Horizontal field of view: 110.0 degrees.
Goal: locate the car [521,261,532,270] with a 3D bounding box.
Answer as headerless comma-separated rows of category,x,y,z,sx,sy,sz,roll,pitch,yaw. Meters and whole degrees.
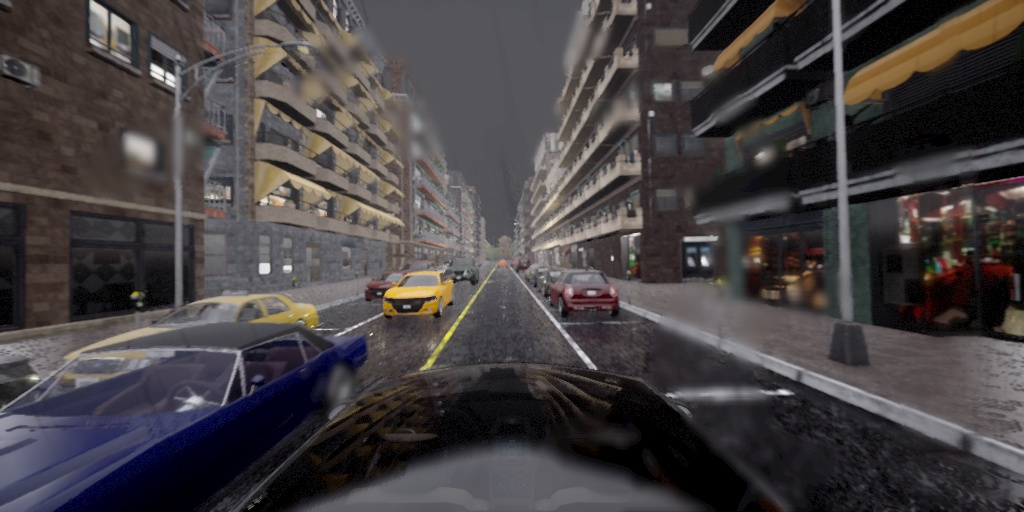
car,1.988,1.343,30.030,1.751,1.417,4.829,0,0,-2

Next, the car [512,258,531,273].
car,1.538,1.204,46.557,2.192,1.841,5.009,0,0,-2

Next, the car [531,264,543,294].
car,2.295,1.322,18.729,2.007,1.370,4.403,0,0,-2

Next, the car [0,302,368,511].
car,-3.089,1.415,3.287,1.895,1.301,4.718,-1,0,-2

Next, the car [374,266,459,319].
car,-3.373,1.334,13.740,1.882,1.535,5.008,-1,0,-2

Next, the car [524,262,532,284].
car,2.144,1.345,24.294,2.007,1.370,4.403,0,0,-2

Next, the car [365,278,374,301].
car,-6.082,1.467,18.534,1.888,1.381,4.507,0,0,-2

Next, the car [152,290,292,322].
car,-5.774,1.402,7.232,1.751,1.417,4.829,0,0,-2

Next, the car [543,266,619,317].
car,2.447,1.189,13.163,1.967,1.591,4.097,0,0,-2

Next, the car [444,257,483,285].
car,-3.736,1.132,27.632,2.150,2.045,5.566,-1,0,-1

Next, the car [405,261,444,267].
car,-6.234,1.260,24.099,2.192,1.841,5.009,0,0,-2
